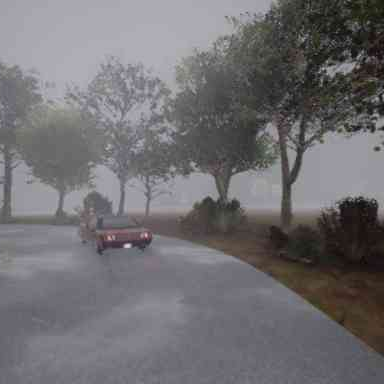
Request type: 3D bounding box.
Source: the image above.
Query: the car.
[{"bbox_3d":[-3.350,1.608,13.675,1.895,1.301,4.718,0,0,-29],"label":"car"}]
